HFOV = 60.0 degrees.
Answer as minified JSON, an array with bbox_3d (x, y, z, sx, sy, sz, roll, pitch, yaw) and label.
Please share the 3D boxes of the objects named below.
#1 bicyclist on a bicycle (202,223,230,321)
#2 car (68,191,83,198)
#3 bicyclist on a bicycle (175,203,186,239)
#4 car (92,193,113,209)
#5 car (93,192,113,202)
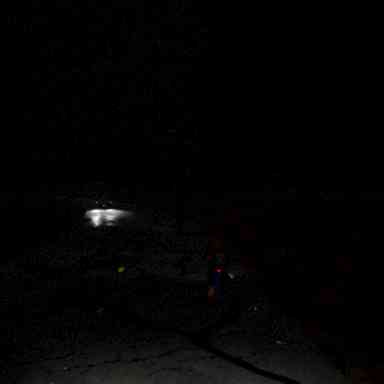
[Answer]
[{"bbox_3d":[0.471,1.433,6.306,0.582,1.620,1.656,0,0,-4],"label":"bicyclist on a bicycle"},{"bbox_3d":[-24.401,0.544,69.669,1.812,1.442,4.674,0,1,-38],"label":"car"},{"bbox_3d":[-0.547,1.341,15.776,0.582,1.620,1.656,1,0,-8],"label":"bicyclist on a bicycle"},{"bbox_3d":[-10.051,1.149,37.222,1.895,1.301,4.718,0,1,-20],"label":"car"},{"bbox_3d":[-14.813,0.836,55.207,2.033,1.411,5.357,0,1,-29],"label":"car"}]
